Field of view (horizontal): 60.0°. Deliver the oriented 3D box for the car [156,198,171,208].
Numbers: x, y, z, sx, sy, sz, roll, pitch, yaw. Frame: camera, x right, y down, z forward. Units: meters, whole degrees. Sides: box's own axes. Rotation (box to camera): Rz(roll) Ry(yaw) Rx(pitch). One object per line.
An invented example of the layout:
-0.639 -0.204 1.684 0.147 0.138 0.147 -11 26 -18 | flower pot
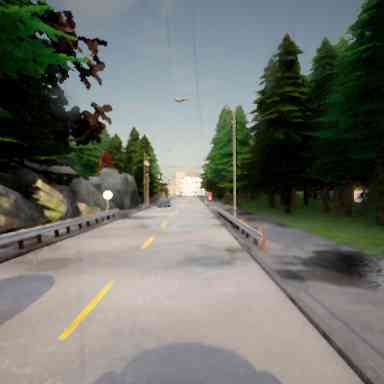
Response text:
-3.969 1.543 47.582 2.033 1.411 5.357 0 0 1 | car
